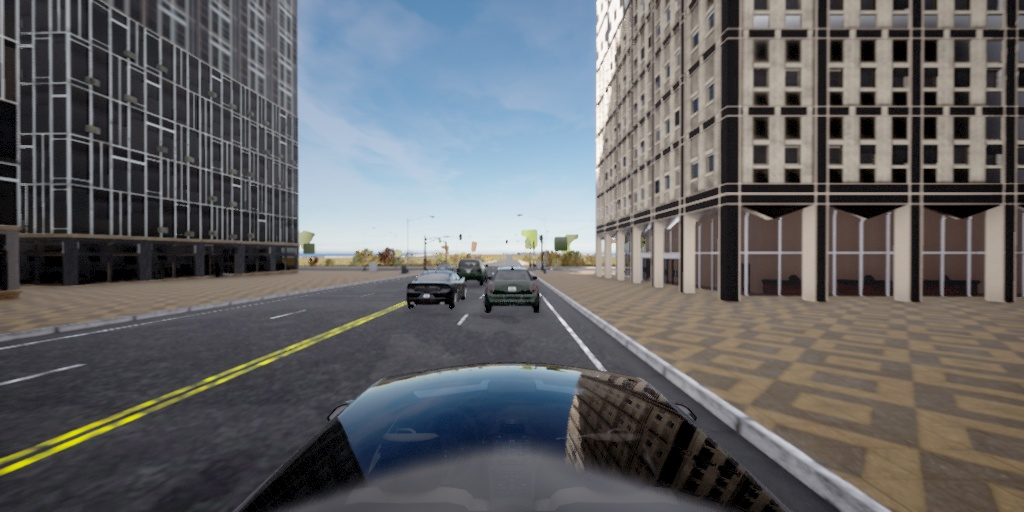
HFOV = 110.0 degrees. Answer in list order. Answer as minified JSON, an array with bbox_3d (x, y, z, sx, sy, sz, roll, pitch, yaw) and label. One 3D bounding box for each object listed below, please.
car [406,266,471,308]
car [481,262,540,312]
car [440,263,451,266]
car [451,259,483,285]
[{"bbox_3d":[-3.217,1.379,16.065,1.882,1.535,5.008,0,0,1],"label":"car"},{"bbox_3d":[0.024,1.244,15.235,2.097,1.767,4.553,0,-1,0],"label":"car"},{"bbox_3d":[-9.762,1.751,52.386,2.128,1.511,4.902,0,-1,0],"label":"car"},{"bbox_3d":[-3.236,1.262,29.386,2.150,2.045,5.566,0,0,0],"label":"car"}]
